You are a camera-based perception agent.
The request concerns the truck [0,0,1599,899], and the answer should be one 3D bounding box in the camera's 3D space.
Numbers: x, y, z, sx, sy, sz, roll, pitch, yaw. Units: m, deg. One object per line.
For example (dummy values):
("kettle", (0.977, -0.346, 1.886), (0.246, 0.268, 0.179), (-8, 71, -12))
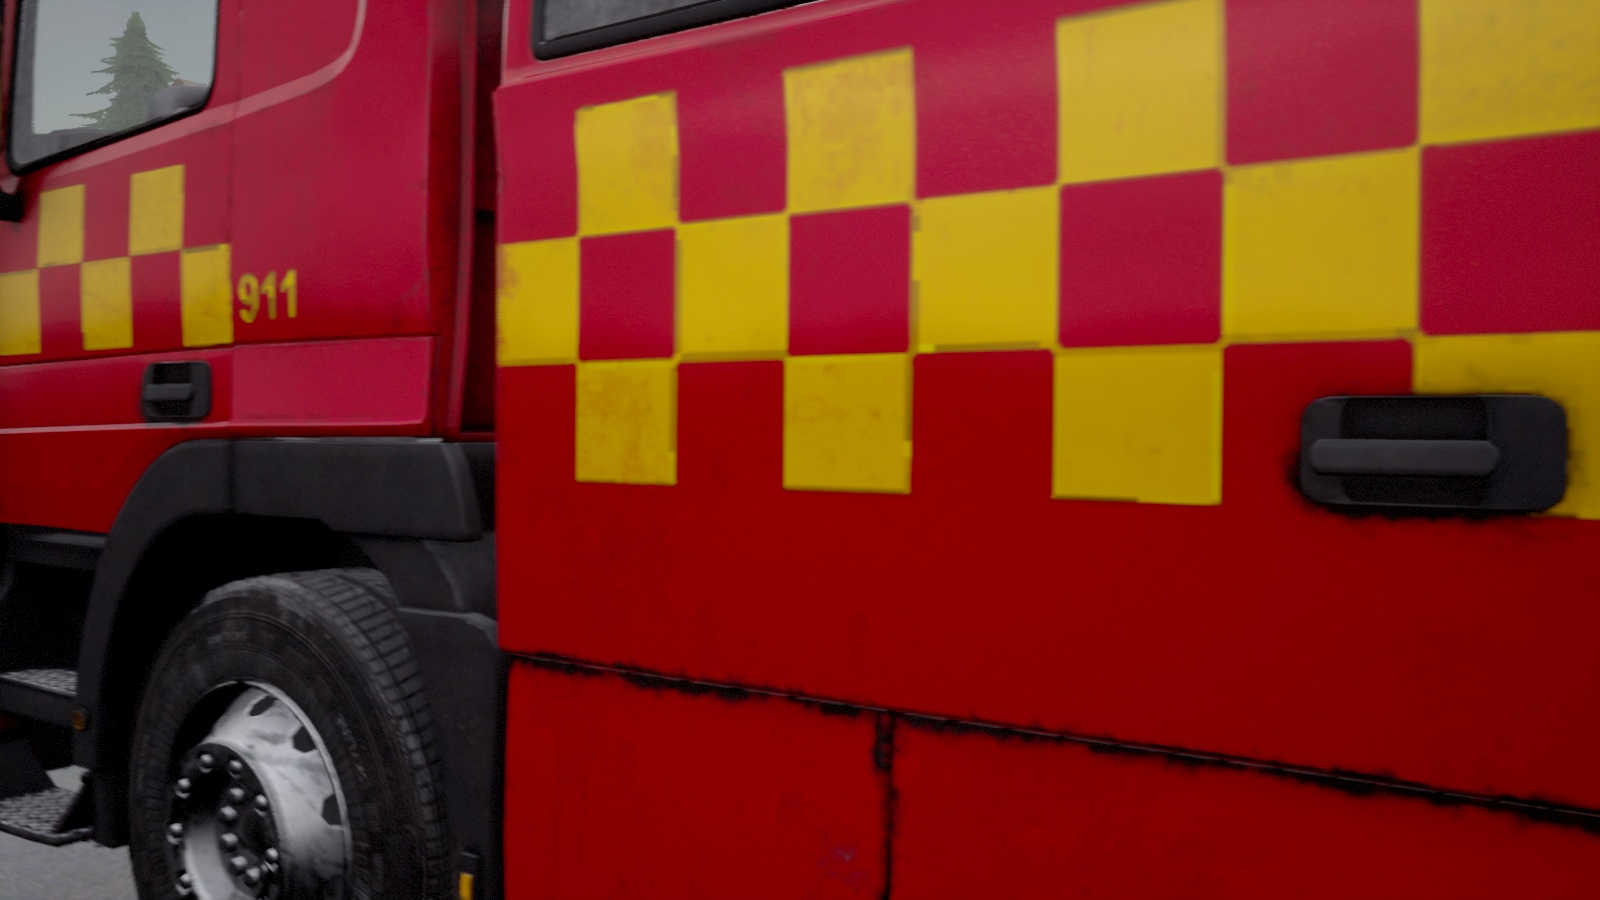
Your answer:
("truck", (1.400, -0.483, 2.671), (8.468, 3.827, 2.891), (0, 1, 34))
